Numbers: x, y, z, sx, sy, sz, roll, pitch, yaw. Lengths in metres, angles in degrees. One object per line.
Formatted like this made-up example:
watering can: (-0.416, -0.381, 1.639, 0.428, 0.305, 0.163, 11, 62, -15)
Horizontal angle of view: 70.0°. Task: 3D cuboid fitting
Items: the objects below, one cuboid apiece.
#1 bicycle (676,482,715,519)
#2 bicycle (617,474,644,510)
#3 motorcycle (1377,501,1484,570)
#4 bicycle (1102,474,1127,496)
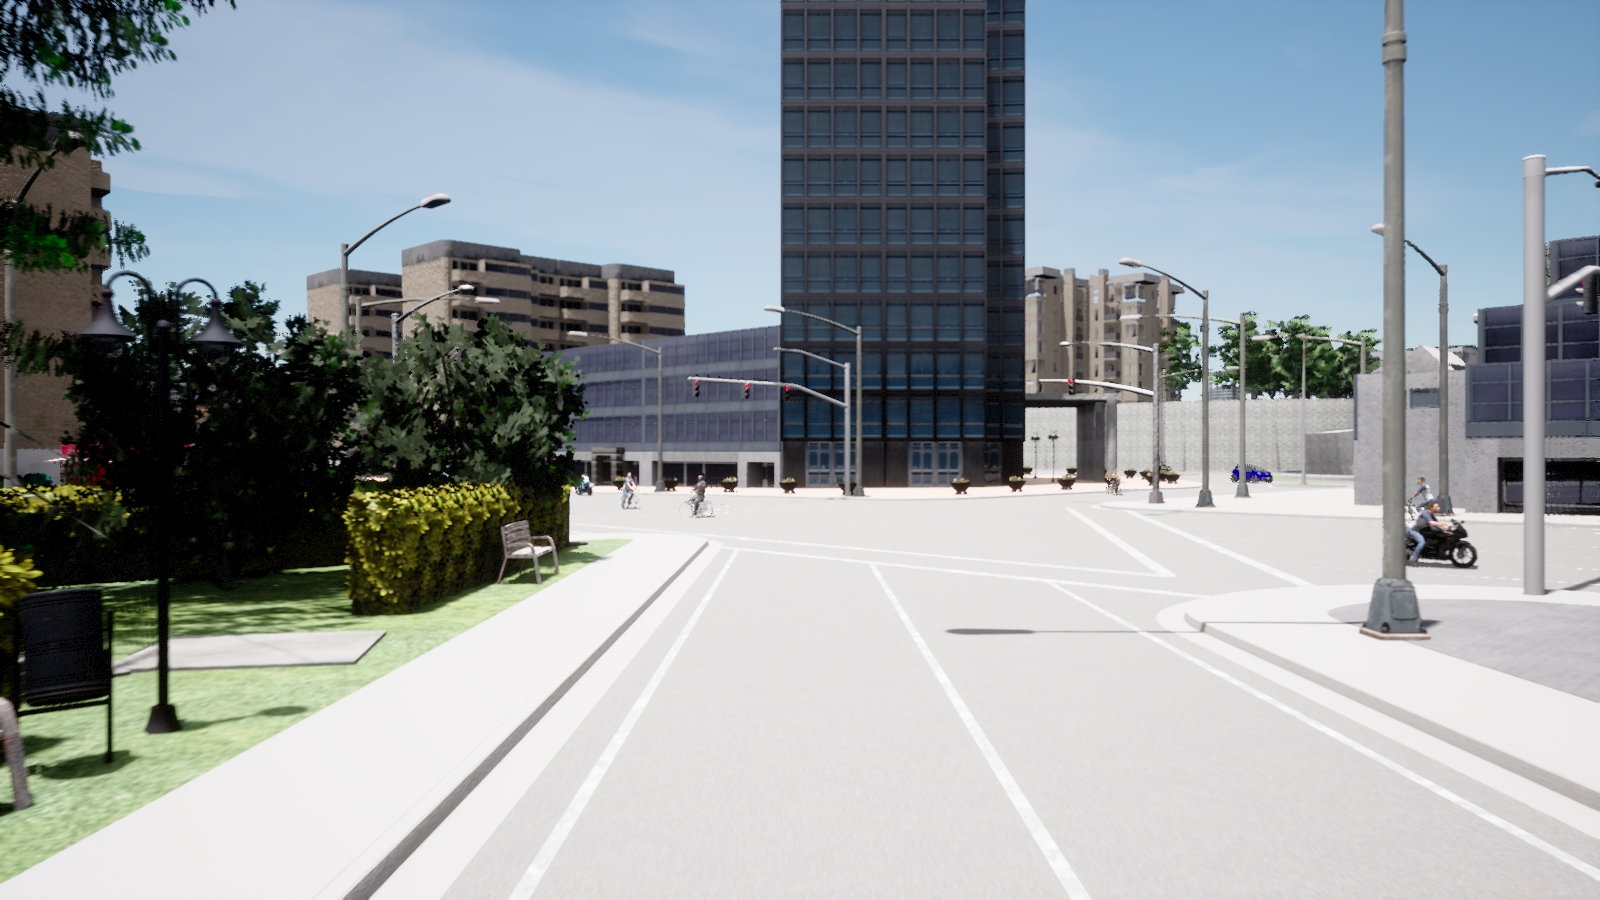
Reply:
bicycle: (-4.326, 2.075, 47.312, 1.835, 1.496, 0.329, 0, 0, -45)
bicycle: (-8.211, 2.019, 55.451, 1.643, 1.717, 0.373, 0, 0, 44)
motorcycle: (14.754, 1.973, 26.772, 0.803, 1.505, 2.033, 0, 0, -45)
bicycle: (19.383, 2.157, 70.425, 1.487, 1.301, 0.859, 0, 0, -44)
